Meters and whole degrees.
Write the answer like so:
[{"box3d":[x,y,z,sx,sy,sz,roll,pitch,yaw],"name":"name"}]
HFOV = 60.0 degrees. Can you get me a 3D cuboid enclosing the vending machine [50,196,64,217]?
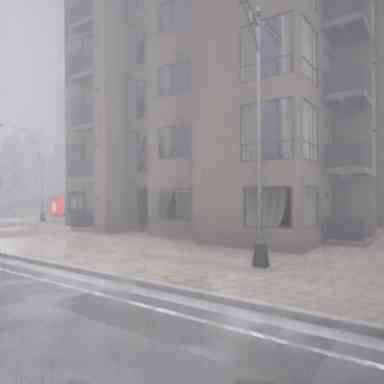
[{"box3d":[-14.386,1.534,35.425,1.100,2.100,0.880,-1,0,11],"name":"vending machine"}]
